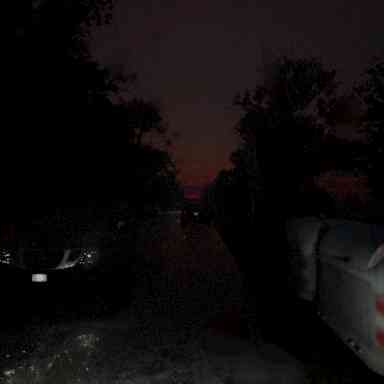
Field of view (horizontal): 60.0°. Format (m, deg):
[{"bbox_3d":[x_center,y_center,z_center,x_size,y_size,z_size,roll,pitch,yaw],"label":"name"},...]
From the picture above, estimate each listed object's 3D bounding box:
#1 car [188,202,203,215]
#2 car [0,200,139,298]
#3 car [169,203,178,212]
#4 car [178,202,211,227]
[{"bbox_3d":[0.486,2.037,43.040,1.882,1.535,5.008,0,-1,1],"label":"car"},{"bbox_3d":[-2.832,1.256,8.951,2.150,2.045,5.566,0,0,0],"label":"car"},{"bbox_3d":[-2.331,2.331,51.120,1.994,1.385,4.181,0,-2,1],"label":"car"},{"bbox_3d":[0.294,1.554,24.684,2.097,1.767,4.553,0,-1,1],"label":"car"}]
